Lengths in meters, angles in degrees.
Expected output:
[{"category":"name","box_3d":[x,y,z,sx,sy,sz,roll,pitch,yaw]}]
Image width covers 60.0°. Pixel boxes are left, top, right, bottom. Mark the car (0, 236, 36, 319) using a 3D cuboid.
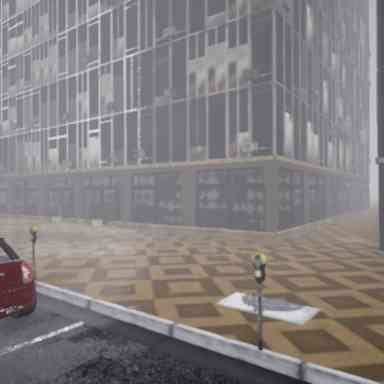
[{"category":"car","box_3d":[-4.704,1.395,6.090,4.097,1.590,1.967,0,0,36]}]
